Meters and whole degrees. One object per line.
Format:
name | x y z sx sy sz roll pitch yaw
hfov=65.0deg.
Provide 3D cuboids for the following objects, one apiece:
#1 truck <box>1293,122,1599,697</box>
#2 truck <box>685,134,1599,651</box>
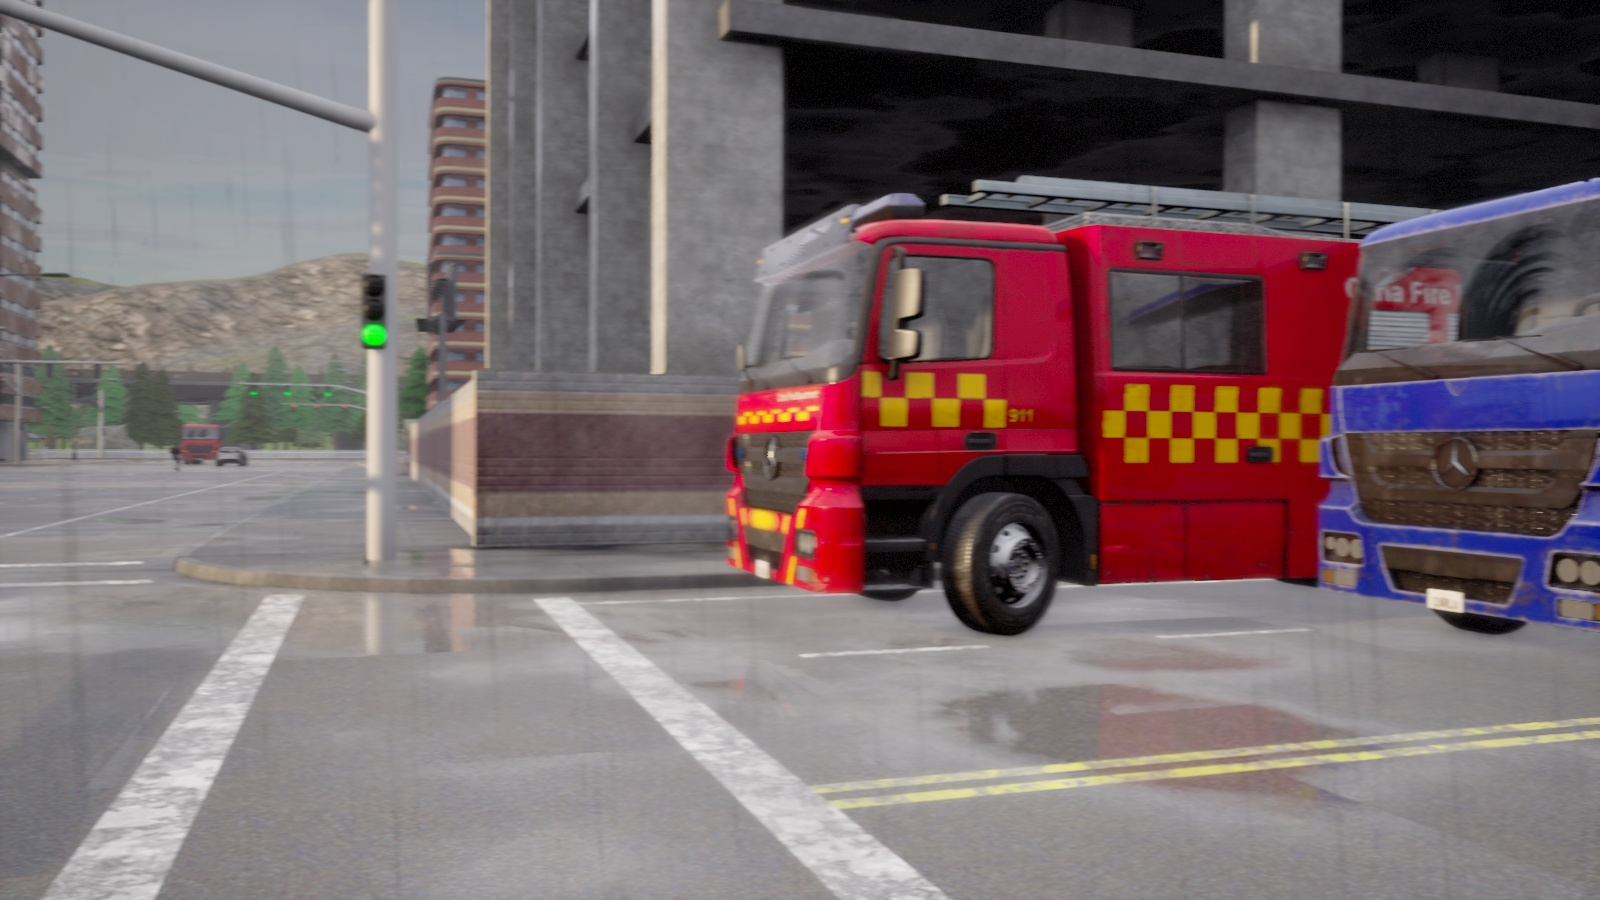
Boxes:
truck | 8.175 -0.247 9.985 7.936 3.462 2.891 0 0 -19
truck | 3.370 -0.430 12.036 8.468 3.827 2.891 0 0 -19
